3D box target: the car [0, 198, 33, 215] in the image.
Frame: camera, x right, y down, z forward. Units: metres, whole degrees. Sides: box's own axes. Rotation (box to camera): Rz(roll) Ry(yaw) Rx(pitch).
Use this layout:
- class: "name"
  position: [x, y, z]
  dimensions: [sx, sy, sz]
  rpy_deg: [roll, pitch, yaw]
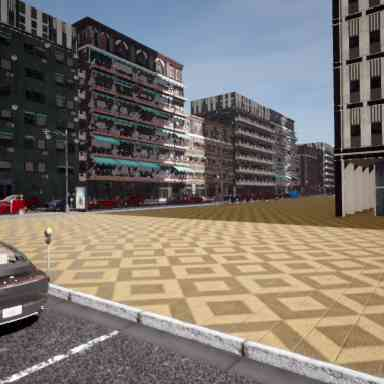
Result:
- class: "car"
  position: [-16.135, 1.413, 28.030]
  dimensions: [1.802, 1.307, 4.206]
  rpy_deg: [-1, 0, 36]

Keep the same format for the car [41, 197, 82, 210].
- class: "car"
  position: [-16.391, 1.415, 41.902]
  dimensions: [1.887, 1.381, 4.507]
  rpy_deg: [-1, 0, 36]

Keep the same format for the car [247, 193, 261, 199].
- class: "car"
  position: [16.178, 1.040, 86.562]
  dimensions: [1.947, 1.339, 4.313]
  rpy_deg: [-1, 0, 36]

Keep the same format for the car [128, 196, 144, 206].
- class: "car"
  position: [-8.910, 1.288, 47.751]
  dimensions: [1.812, 1.442, 4.674]
  rpy_deg: [-1, 0, 36]

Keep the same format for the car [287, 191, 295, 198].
- class: "car"
  position: [22.948, 0.932, 81.623]
  dimensions: [1.802, 1.307, 4.206]
  rpy_deg: [-1, 0, 36]

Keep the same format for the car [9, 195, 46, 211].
- class: "car"
  position: [-19.651, 1.228, 37.435]
  dimensions: [2.192, 1.841, 5.009]
  rpy_deg: [-1, 0, 36]

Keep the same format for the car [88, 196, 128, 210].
- class: "car"
  position: [-9.623, 1.186, 36.962]
  dimensions: [1.967, 1.590, 4.097]
  rpy_deg: [-1, 0, 36]

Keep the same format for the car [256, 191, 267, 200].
- class: "car"
  position: [13.177, 1.046, 68.224]
  dimensions: [1.802, 1.307, 4.206]
  rpy_deg: [-1, 0, 36]

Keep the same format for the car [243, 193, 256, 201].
- class: "car"
  position: [9.920, 1.048, 63.759]
  dimensions: [1.887, 1.381, 4.507]
  rpy_deg: [-1, 0, 36]

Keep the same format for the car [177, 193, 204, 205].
- class: "car"
  position: [0.148, 1.062, 50.360]
  dimensions: [1.967, 1.590, 4.097]
  rpy_deg: [-1, 0, 36]

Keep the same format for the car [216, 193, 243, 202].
- class: "car"
  position: [6.663, 1.093, 59.293]
  dimensions: [2.008, 1.369, 4.403]
  rpy_deg: [-1, 0, 36]

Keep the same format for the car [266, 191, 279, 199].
- class: "car"
  position: [16.431, 0.740, 72.690]
  dimensions: [2.192, 1.841, 5.009]
  rpy_deg: [-1, 0, 36]

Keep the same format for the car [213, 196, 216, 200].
- class: "car"
  position: [6.406, 1.028, 73.163]
  dimensions: [1.967, 1.590, 4.097]
  rpy_deg: [-1, 0, 36]

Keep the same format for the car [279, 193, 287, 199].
- class: "car"
  position: [19.690, 0.938, 77.156]
  dimensions: [2.008, 1.369, 4.403]
  rpy_deg: [-1, 0, 36]

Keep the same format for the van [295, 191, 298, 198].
- class: "van"
  position: [26.202, 0.654, 86.089]
  dimensions: [1.690, 1.788, 3.998]
  rpy_deg: [-1, 0, 36]

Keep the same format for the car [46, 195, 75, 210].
- class: "car"
  position: [-14.714, 1.189, 39.819]
  dimensions: [2.097, 1.767, 4.553]
  rpy_deg: [-1, 0, 36]

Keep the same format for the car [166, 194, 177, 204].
- class: "car"
  position: [-2.395, 1.035, 56.614]
  dimensions: [2.097, 1.767, 4.553]
  rpy_deg: [-1, 0, 36]

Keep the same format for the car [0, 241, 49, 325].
- class: "car"
  position: [-4.447, 1.553, 6.247]
  dimensions: [4.403, 1.369, 2.008]
  rpy_deg: [0, -1, 36]
